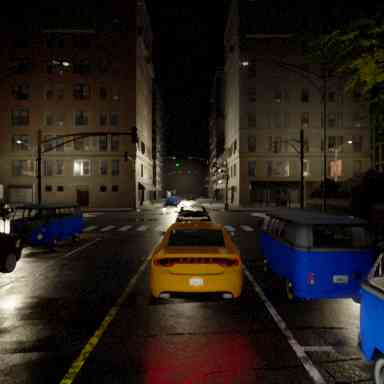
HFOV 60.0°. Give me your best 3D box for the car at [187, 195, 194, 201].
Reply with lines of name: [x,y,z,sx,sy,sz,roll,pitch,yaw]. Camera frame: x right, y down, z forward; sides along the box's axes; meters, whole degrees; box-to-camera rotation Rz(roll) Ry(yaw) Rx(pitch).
car: [-0.363,1.580,89.124,1.895,1.301,4.718,0,0,-1]

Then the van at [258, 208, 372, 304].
van: [2.700,1.340,7.870,1.690,1.788,3.998,0,0,0]

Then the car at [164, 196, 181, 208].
car: [-3.078,1.461,48.832,1.882,1.535,5.008,0,0,0]

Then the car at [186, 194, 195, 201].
car: [-0.271,1.336,79.343,2.097,1.767,4.553,0,0,-1]

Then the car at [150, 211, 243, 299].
car: [0.109,1.476,8.521,1.882,1.535,5.008,0,0,1]

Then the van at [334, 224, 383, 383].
van: [2.678,1.341,2.213,1.690,1.788,3.998,0,0,0]

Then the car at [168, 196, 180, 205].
car: [-3.157,1.458,59.016,1.882,1.535,5.008,0,0,0]

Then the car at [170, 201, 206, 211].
car: [0.020,1.483,18.797,2.128,1.511,4.902,0,0,-1]

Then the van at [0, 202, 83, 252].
van: [-5.804,1.338,13.553,1.690,1.788,3.998,0,0,0]

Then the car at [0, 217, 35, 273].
car: [-5.827,1.543,7.893,1.887,1.381,4.507,0,0,0]

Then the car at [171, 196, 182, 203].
car: [-3.180,1.519,69.605,2.033,1.411,5.357,0,0,-1]
